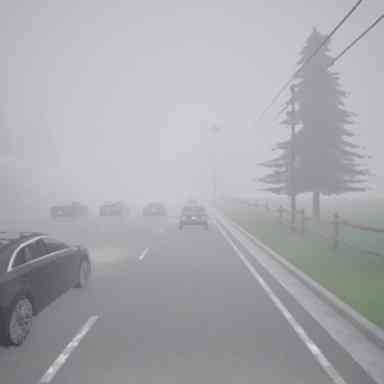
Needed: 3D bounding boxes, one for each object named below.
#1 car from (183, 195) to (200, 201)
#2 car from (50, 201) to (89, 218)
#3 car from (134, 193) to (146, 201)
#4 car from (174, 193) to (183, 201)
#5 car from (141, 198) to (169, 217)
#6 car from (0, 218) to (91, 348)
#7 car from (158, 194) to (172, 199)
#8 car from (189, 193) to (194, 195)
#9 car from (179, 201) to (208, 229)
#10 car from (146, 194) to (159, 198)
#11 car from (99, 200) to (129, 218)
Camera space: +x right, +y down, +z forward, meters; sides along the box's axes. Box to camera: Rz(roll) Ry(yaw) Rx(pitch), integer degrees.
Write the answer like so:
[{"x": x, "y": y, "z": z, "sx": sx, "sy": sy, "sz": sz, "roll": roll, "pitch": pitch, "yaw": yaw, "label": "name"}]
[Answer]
[{"x": 0.079, "y": 1.519, "z": 46.941, "sx": 1.837, "sy": 1.490, "sz": 4.892, "roll": 0, "pitch": 0, "yaw": 0, "label": "car"}, {"x": -10.413, "y": 1.485, "z": 28.633, "sx": 1.882, "sy": 1.535, "sz": 5.008, "roll": 0, "pitch": 0, "yaw": 0, "label": "car"}, {"x": -14.038, "y": 1.242, "z": 88.782, "sx": 2.150, "sy": 2.045, "sz": 5.566, "roll": 0, "pitch": 0, "yaw": 0, "label": "car"}, {"x": -3.538, "y": 1.242, "z": 88.757, "sx": 2.150, "sy": 2.045, "sz": 5.566, "roll": 0, "pitch": 0, "yaw": 0, "label": "car"}, {"x": -3.414, "y": 1.573, "z": 31.402, "sx": 1.994, "sy": 1.385, "sz": 4.181, "roll": 0, "pitch": 0, "yaw": 0, "label": "car"}, {"x": -3.405, "y": 1.493, "z": 6.280, "sx": 2.128, "sy": 1.511, "sz": 4.902, "roll": 0, "pitch": 0, "yaw": 0, "label": "car"}, {"x": -7.038, "y": 1.556, "z": 88.725, "sx": 2.033, "sy": 1.411, "sz": 5.357, "roll": 0, "pitch": 0, "yaw": 0, "label": "car"}, {"x": -0.039, "y": 1.542, "z": 89.145, "sx": 1.812, "sy": 1.442, "sz": 4.674, "roll": 0, "pitch": 0, "yaw": 0, "label": "car"}, {"x": 0.090, "y": 1.554, "z": 21.893, "sx": 2.033, "sy": 1.411, "sz": 5.357, "roll": 0, "pitch": 0, "yaw": 0, "label": "car"}, {"x": -10.539, "y": 1.542, "z": 89.140, "sx": 1.812, "sy": 1.442, "sz": 4.674, "roll": 0, "pitch": 0, "yaw": 0, "label": "car"}, {"x": -6.913, "y": 1.500, "z": 29.903, "sx": 2.128, "sy": 1.511, "sz": 4.902, "roll": 0, "pitch": 0, "yaw": 0, "label": "car"}]
